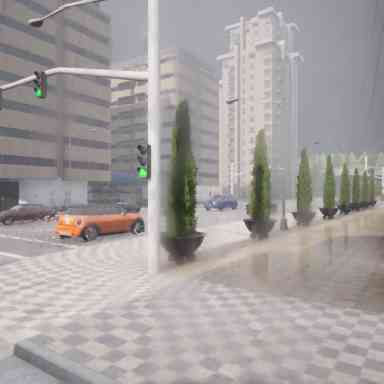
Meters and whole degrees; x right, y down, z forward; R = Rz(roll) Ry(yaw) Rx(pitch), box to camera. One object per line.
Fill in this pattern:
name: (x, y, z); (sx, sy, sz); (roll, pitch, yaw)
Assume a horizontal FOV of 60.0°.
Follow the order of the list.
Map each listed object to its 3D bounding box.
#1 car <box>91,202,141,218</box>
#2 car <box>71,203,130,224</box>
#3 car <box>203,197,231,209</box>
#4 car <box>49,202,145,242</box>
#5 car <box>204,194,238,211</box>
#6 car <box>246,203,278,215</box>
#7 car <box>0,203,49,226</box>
car: (-7.226, 1.656, 32.078); (1.895, 1.301, 4.718); (0, 0, 35)
car: (-7.101, 1.619, 26.090); (1.994, 1.385, 4.181); (0, 0, 35)
car: (3.649, 1.560, 47.808); (1.837, 1.490, 4.892); (0, 0, 35)
car: (-4.537, 1.408, 17.117); (2.097, 1.767, 4.553); (0, 0, 35)
car: (3.740, 1.277, 41.800); (2.150, 2.045, 5.566); (0, 0, 35)
car: (7.340, 1.533, 34.385); (1.882, 1.535, 5.008); (0, 0, 34)
car: (-12.370, 1.581, 24.573); (1.812, 1.442, 4.674); (0, 0, 34)
